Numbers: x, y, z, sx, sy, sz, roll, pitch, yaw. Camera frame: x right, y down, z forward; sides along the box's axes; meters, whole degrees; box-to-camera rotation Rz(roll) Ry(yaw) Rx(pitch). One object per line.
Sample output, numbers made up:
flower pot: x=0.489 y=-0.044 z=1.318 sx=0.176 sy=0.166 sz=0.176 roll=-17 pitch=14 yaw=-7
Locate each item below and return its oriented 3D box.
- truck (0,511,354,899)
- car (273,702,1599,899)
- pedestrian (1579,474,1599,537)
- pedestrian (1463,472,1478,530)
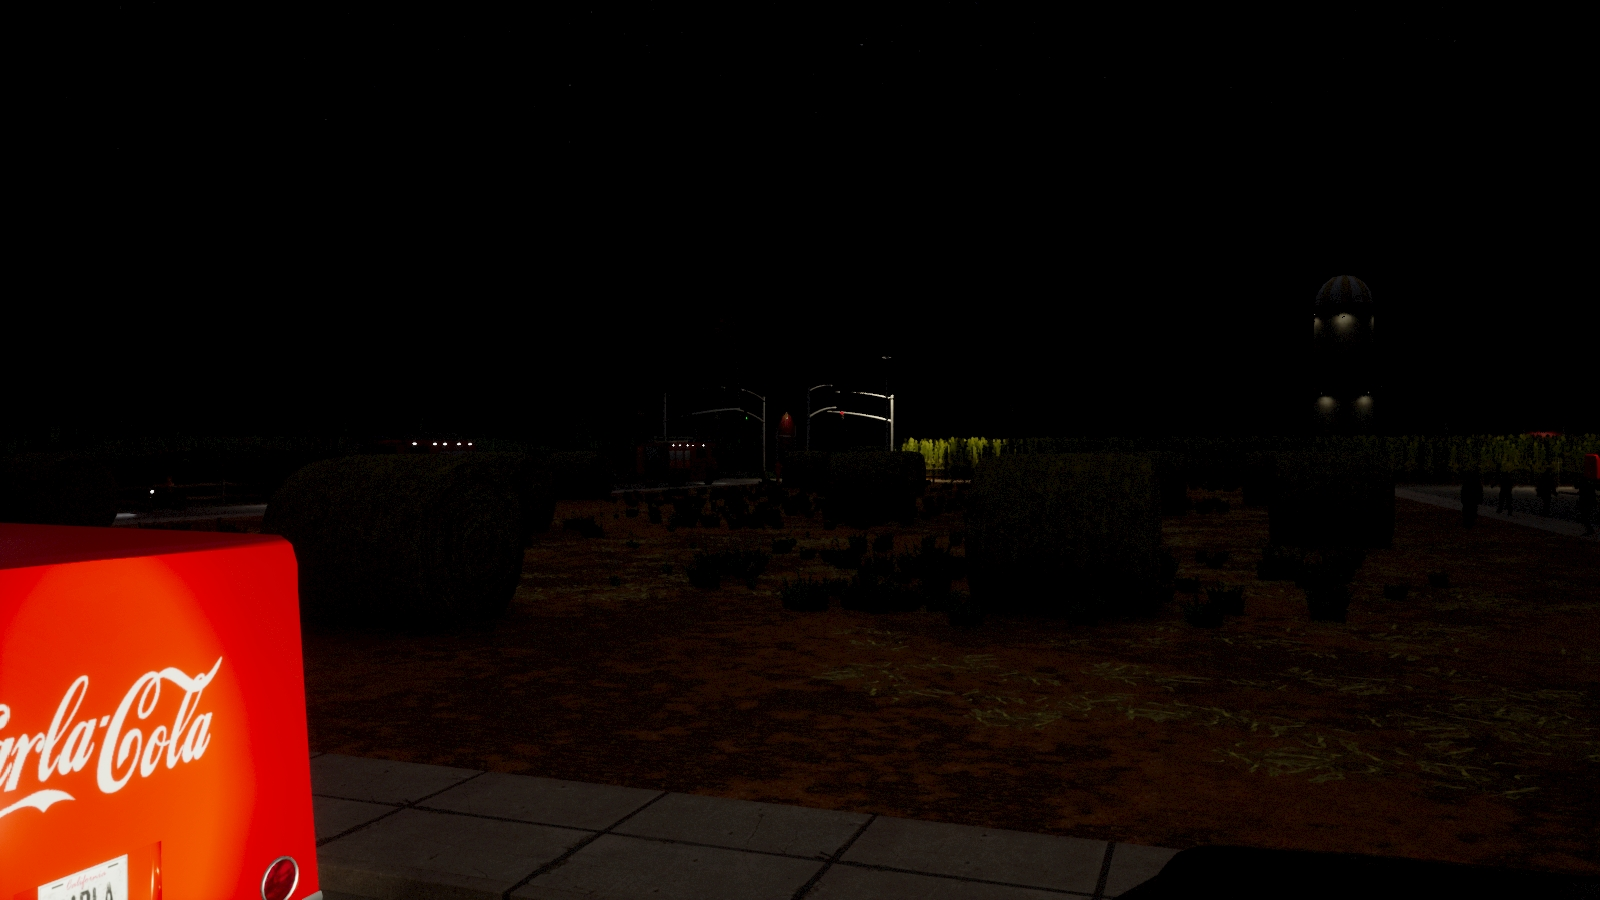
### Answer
truck: x=-5.033 y=1.572 z=5.132 sx=5.204 sy=2.467 sz=2.627 roll=0 pitch=0 yaw=20
car: x=1.269 y=1.906 z=2.870 sx=4.553 sy=1.767 sz=2.097 roll=0 pitch=0 yaw=20
pedestrian: x=23.754 y=1.665 z=34.376 sx=0.375 sy=1.860 sz=0.375 roll=0 pitch=0 yaw=-3
pedestrian: x=21.931 y=1.667 z=37.379 sx=0.375 sy=1.860 sz=0.375 roll=0 pitch=0 yaw=25
